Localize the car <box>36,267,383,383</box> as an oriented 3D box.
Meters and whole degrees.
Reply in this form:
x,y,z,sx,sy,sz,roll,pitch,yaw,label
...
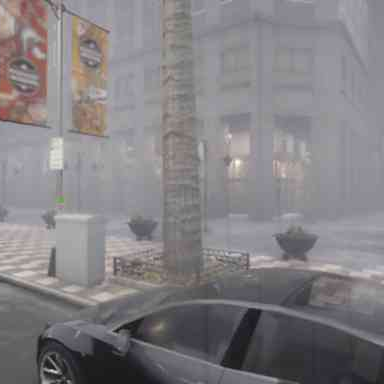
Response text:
x,y,z,sx,sy,sz,roll,pitch,yaw,label
0.531,1.502,3.117,4.786,1.482,2.161,1,0,35,car
